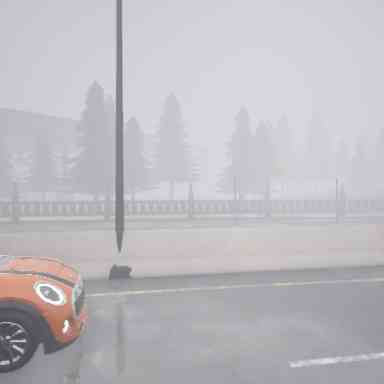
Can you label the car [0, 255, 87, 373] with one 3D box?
[{"bbox_3d":[-3.888,1.345,4.726,4.553,1.767,2.097,0,0,-14],"label":"car"}]
